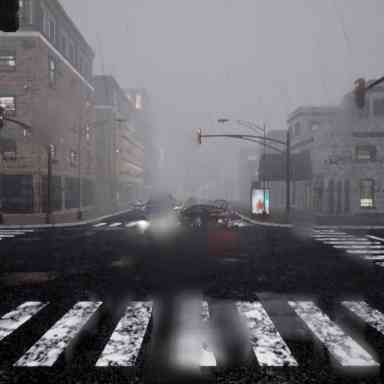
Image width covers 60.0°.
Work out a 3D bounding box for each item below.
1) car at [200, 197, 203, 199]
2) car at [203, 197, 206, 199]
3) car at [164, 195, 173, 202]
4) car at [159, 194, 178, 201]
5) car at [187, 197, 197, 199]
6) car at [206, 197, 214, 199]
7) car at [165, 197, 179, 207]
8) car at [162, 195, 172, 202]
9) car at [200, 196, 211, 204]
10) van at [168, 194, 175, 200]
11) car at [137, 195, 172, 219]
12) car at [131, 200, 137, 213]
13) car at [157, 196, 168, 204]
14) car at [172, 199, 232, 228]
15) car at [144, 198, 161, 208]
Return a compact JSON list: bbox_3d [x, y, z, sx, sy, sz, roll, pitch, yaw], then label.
[{"bbox_3d":[2.616,1.571,48.892,2.008,1.369,4.403,0,0,0],"label":"car"},{"bbox_3d":[2.624,1.597,43.194,1.802,1.307,4.206,0,0,0],"label":"car"},{"bbox_3d":[-5.813,1.592,82.876,1.752,1.417,4.829,-1,0,0],"label":"car"},{"bbox_3d":[-3.153,1.233,39.559,2.150,2.045,5.566,0,0,-1],"label":"car"},{"bbox_3d":[0.014,1.559,61.065,1.812,1.442,4.674,0,0,0],"label":"car"},{"bbox_3d":[2.639,1.446,31.801,1.967,1.590,4.097,0,0,0],"label":"car"},{"bbox_3d":[-3.165,1.587,52.213,1.994,1.385,4.181,0,0,-1],"label":"car"},{"bbox_3d":[-5.807,1.497,77.349,1.967,1.590,4.097,0,0,0],"label":"car"},{"bbox_3d":[2.592,1.591,65.981,2.008,1.369,4.403,-1,0,0],"label":"car"},{"bbox_3d":[-5.832,1.430,94.440,1.690,1.788,3.998,-1,0,0],"label":"van"},{"bbox_3d":[-3.139,1.356,28.928,2.097,1.767,4.553,0,0,0],"label":"car"},{"bbox_3d":[-5.748,1.561,37.473,2.008,1.369,4.403,0,0,0],"label":"car"},{"bbox_3d":[-5.789,1.565,65.787,1.752,1.417,4.829,0,0,0],"label":"car"},{"bbox_3d":[0.654,1.482,21.777,1.837,1.490,4.892,-3,1,-25],"label":"car"},{"bbox_3d":[-5.764,1.571,48.867,2.008,1.369,4.403,0,0,0],"label":"car"}]
